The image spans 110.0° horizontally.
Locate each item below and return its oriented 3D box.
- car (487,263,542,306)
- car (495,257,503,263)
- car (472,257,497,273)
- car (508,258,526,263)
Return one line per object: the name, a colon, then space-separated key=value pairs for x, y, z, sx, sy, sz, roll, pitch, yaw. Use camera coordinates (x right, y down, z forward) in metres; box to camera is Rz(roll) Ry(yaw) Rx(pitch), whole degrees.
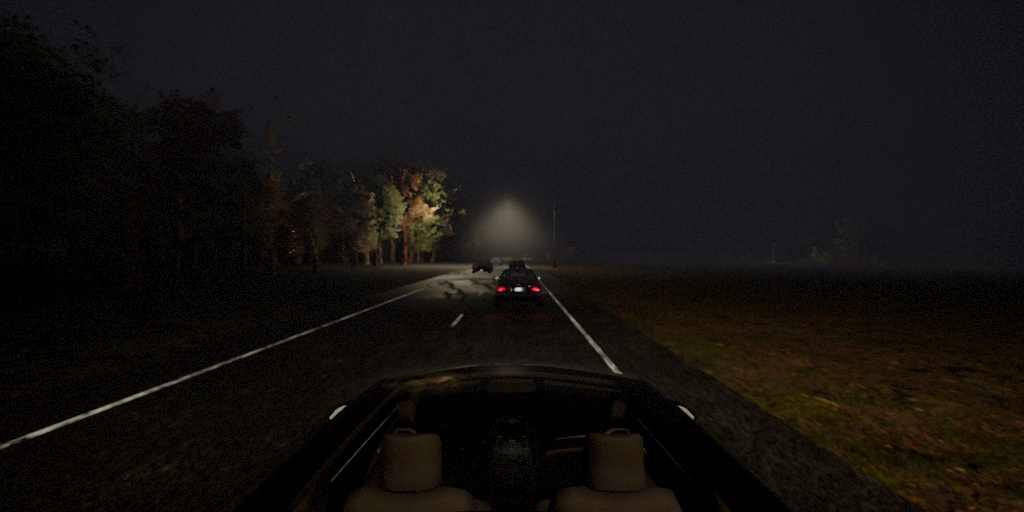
car: x=0.256 y=1.212 z=15.149 sx=2.033 sy=1.411 sz=5.357 roll=0 pitch=0 yaw=1
car: x=-2.689 y=0.869 z=62.376 sx=2.033 sy=1.411 sz=5.357 roll=0 pitch=0 yaw=1
car: x=-2.981 y=1.098 z=37.624 sx=1.895 sy=1.301 sz=4.718 roll=0 pitch=0 yaw=1
car: x=0.568 y=0.979 z=41.682 sx=2.128 sy=1.511 sz=4.902 roll=0 pitch=1 yaw=1
